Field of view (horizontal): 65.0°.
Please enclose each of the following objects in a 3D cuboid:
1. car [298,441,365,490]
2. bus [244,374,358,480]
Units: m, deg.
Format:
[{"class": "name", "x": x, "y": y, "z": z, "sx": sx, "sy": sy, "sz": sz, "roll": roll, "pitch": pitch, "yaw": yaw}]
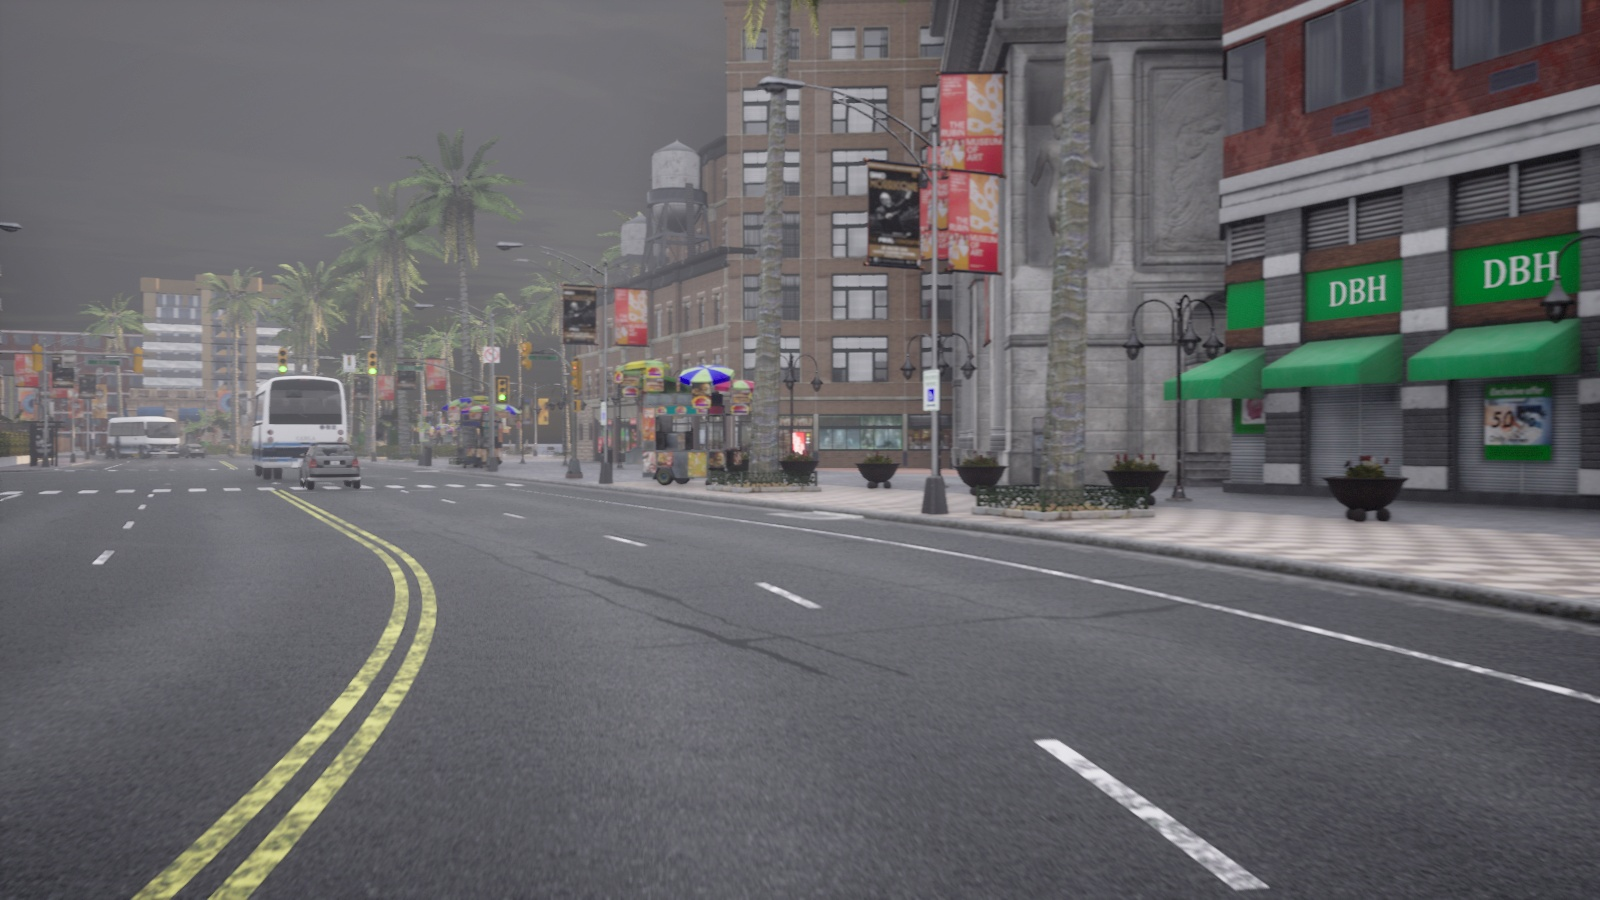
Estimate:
[{"class": "car", "x": -15.847, "y": 0.487, "z": 42.398, "sx": 1.789, "sy": 1.549, "sz": 3.705, "roll": 0, "pitch": 0, "yaw": -26}, {"class": "bus", "x": -22.312, "y": -0.942, "z": 55.738, "sx": 3.944, "sy": 4.253, "sz": 10.273, "roll": 0, "pitch": 0, "yaw": -26}]
